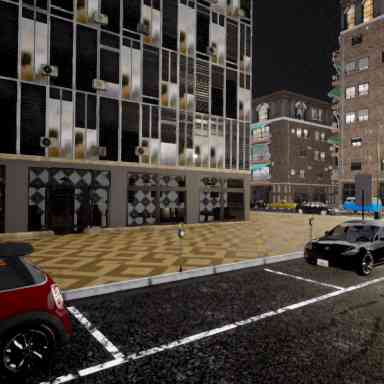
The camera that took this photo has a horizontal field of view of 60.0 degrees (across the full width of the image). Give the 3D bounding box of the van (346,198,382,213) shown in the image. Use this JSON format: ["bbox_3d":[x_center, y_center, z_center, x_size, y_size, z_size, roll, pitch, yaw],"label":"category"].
[{"bbox_3d":[19.085,1.525,37.426,1.690,1.788,3.998,0,-1,-35],"label":"van"}]

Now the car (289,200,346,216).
[{"bbox_3d":[12.198,1.620,32.647,2.008,1.369,4.403,0,-1,-35],"label":"car"}]

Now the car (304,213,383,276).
[{"bbox_3d":[5.358,1.567,10.372,4.313,1.339,1.947,0,1,-35],"label":"car"}]

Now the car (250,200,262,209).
[{"bbox_3d":[9.587,1.864,51.098,1.947,1.339,4.313,0,-1,-35],"label":"car"}]

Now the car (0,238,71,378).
[{"bbox_3d":[-3.717,1.440,3.897,4.097,1.590,1.967,0,1,-35],"label":"car"}]

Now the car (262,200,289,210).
[{"bbox_3d":[12.655,1.787,46.680,1.752,1.417,4.829,0,-1,-35],"label":"car"}]
